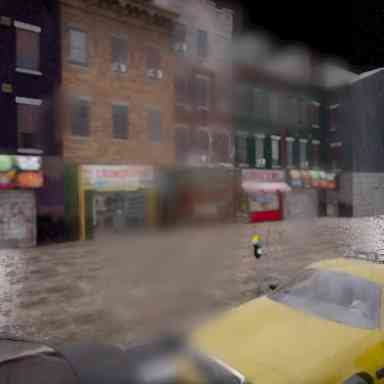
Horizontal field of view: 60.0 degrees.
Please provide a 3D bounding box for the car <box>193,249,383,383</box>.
[{"bbox_3d":[2.084,1.483,4.298,4.829,1.417,1.752,-1,0,-35],"label":"car"}]

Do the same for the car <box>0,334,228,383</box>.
[{"bbox_3d":[-2.199,1.563,1.250,4.403,1.369,2.008,-1,0,-35],"label":"car"}]
